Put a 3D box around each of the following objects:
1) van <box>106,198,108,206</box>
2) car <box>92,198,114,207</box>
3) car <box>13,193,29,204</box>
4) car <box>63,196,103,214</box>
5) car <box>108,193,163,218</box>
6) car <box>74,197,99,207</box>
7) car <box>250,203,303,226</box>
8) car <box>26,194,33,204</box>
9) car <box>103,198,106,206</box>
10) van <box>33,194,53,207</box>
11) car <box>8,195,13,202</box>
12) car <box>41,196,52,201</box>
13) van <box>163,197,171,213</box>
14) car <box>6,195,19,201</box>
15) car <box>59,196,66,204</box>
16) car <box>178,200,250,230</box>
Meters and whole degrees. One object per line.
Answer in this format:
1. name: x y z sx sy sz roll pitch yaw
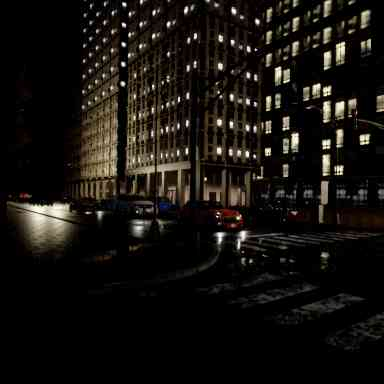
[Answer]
1. van: -10.546 1.368 46.973 1.690 1.788 3.998 1 -1 -35
2. car: -13.816 1.586 51.580 1.947 1.339 4.313 1 -1 -35
3. car: -30.444 1.155 60.567 2.192 1.841 5.009 1 -1 -35
4. car: -10.857 1.427 32.909 2.008 1.369 4.403 1 -1 -35
5. car: -5.076 1.157 29.243 2.150 2.045 5.566 1 -1 -35
6. car: -16.063 1.517 50.269 2.033 1.411 5.357 1 -1 -36
7. car: 5.778 1.505 23.925 1.967 1.590 4.097 1 -1 -35
8. car: -23.918 1.432 51.346 1.802 1.307 4.206 1 -1 -35
9. car: -12.331 1.425 39.497 1.837 1.490 4.892 1 -1 -35
10. van: -20.649 1.197 46.739 1.690 1.788 3.998 1 -1 -35
11. car: -36.978 1.396 69.783 1.947 1.339 4.313 1 -1 -35
12. car: -36.672 1.570 83.844 1.802 1.307 4.206 1 -1 -35
13. van: -4.016 1.382 37.754 1.690 1.788 3.998 1 -1 -35
14. car: -40.242 1.377 74.393 2.008 1.369 4.403 1 -1 -35
15. car: -22.194 1.464 58.921 1.837 1.490 4.892 1 -1 -35
16. car: 1.053 1.303 20.537 2.097 1.767 4.553 1 -1 -34
